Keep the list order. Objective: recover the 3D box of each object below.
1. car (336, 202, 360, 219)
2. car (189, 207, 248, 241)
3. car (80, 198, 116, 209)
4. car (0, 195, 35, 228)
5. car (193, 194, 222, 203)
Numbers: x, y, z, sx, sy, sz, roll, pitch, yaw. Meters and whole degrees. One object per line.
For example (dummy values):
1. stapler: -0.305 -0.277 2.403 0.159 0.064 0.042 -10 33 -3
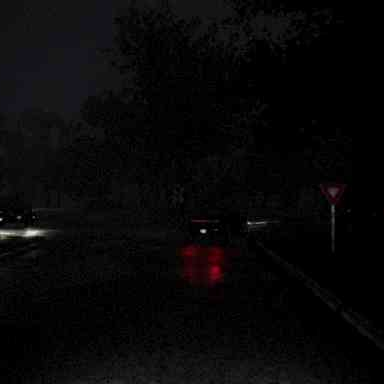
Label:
1. car: 14.137 1.567 29.465 2.033 1.411 5.357 0 0 15
2. car: 1.422 1.503 16.819 2.128 1.511 4.902 -1 0 22
3. car: -12.849 1.523 45.764 4.902 1.511 2.128 0 0 -43
4. car: -12.790 1.238 22.926 2.150 2.045 5.566 -1 1 -44
5. car: 2.334 1.044 50.144 4.553 1.767 2.097 0 0 13
